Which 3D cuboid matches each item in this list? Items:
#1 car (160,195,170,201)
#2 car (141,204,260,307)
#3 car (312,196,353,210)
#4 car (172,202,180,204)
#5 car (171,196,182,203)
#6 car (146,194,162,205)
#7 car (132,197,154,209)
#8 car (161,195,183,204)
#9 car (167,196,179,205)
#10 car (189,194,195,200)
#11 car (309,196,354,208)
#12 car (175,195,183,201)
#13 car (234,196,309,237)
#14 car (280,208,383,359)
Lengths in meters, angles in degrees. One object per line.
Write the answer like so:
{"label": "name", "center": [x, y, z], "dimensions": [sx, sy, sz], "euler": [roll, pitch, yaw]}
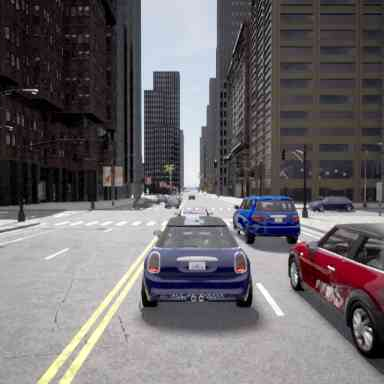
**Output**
{"label": "car", "center": [-6.519, 1.479, 81.312], "dimensions": [2.128, 1.511, 4.902], "euler": [0, 0, 0]}
{"label": "car", "center": [0.094, 1.348, 8.111], "dimensions": [2.097, 1.767, 4.553], "euler": [0, 0, 0]}
{"label": "car", "center": [16.670, 1.323, 39.608], "dimensions": [4.097, 1.590, 1.967], "euler": [0, 1, 0]}
{"label": "car", "center": [0.089, 1.480, 17.048], "dimensions": [2.128, 1.511, 4.902], "euler": [0, 0, 0]}
{"label": "car", "center": [-3.267, 1.501, 69.518], "dimensions": [2.033, 1.411, 5.357], "euler": [0, 0, 0]}
{"label": "car", "center": [-6.597, 1.525, 57.440], "dimensions": [1.994, 1.385, 4.181], "euler": [0, 0, 0]}
{"label": "car", "center": [-6.831, 1.472, 45.387], "dimensions": [1.837, 1.490, 4.892], "euler": [0, 0, 3]}
{"label": "car", "center": [-2.757, 1.493, 44.941], "dimensions": [1.812, 1.442, 4.674], "euler": [0, 0, -9]}
{"label": "car", "center": [-3.344, 1.487, 57.983], "dimensions": [1.812, 1.442, 4.674], "euler": [0, 0, 0]}
{"label": "car", "center": [-0.021, 1.456, 92.264], "dimensions": [1.837, 1.490, 4.892], "euler": [0, 0, 0]}
{"label": "car", "center": [15.344, 1.277, 36.907], "dimensions": [4.553, 1.767, 2.097], "euler": [0, 1, -1]}
{"label": "car", "center": [-3.270, 1.544, 82.949], "dimensions": [1.895, 1.301, 4.718], "euler": [0, 0, 0]}
{"label": "car", "center": [3.349, 1.211, 15.863], "dimensions": [2.150, 2.045, 5.566], "euler": [0, 0, -2]}
{"label": "car", "center": [3.344, 1.349, 6.152], "dimensions": [2.097, 1.767, 4.553], "euler": [0, 0, 0]}
